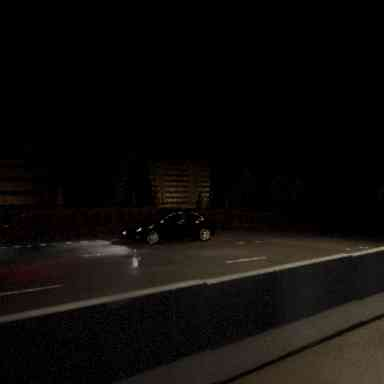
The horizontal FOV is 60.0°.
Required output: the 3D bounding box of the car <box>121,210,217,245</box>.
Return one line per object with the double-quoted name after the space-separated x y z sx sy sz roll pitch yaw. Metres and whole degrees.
-1.019 1.644 16.162 4.892 1.490 1.837 2 -1 -35 "car"
